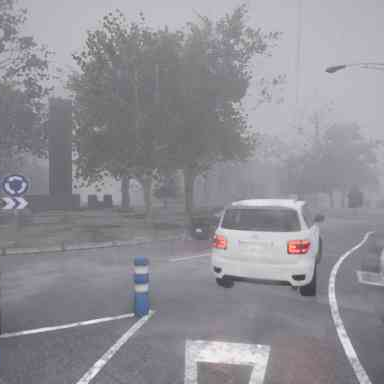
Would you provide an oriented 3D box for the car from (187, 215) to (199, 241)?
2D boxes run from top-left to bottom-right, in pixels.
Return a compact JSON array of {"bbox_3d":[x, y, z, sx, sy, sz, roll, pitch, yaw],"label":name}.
[{"bbox_3d":[1.921,1.395,15.213,1.882,1.535,5.008,1,1,42],"label":"car"}]

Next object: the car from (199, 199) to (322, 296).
[{"bbox_3d":[2.232,1.187,8.933,2.150,2.045,5.566,0,0,22],"label":"car"}]
